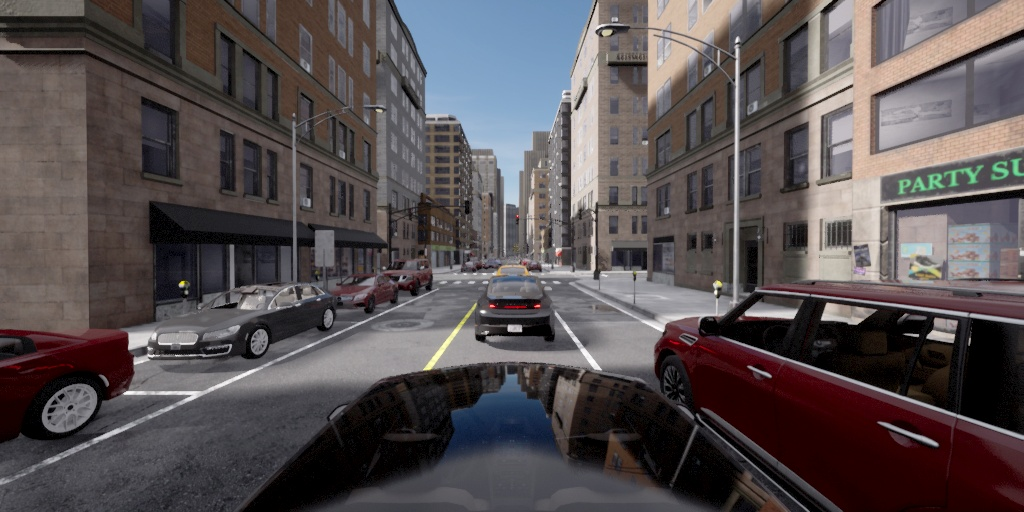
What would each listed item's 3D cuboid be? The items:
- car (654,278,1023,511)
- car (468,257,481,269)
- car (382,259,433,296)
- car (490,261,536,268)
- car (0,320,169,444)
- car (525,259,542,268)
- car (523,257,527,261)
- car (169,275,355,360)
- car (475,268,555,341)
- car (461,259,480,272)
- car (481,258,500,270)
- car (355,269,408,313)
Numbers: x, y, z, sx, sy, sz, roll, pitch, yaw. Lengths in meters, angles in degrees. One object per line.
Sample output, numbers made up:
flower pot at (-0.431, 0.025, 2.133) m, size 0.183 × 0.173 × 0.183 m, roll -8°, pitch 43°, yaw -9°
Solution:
car at (2.858, 1.064, 2.645) m, size 2.192 × 1.841 × 5.009 m, roll 0°, pitch 0°, yaw 0°
car at (-5.565, 1.088, 51.952) m, size 2.192 × 1.841 × 5.009 m, roll 0°, pitch 0°, yaw 0°
car at (-5.633, 1.064, 19.388) m, size 2.192 × 1.841 × 5.009 m, roll 0°, pitch 0°, yaw 0°
car at (0.047, 1.227, 18.955) m, size 1.882 × 1.535 × 5.008 m, roll 0°, pitch 0°, yaw 1°
car at (-5.668, 1.295, 2.640) m, size 1.888 × 1.381 × 4.507 m, roll 0°, pitch 0°, yaw 0°
car at (2.949, 1.349, 46.397) m, size 1.802 × 1.307 × 4.207 m, roll 0°, pitch 0°, yaw 0°
car at (2.961, 1.299, 52.130) m, size 1.751 × 1.417 × 4.829 m, roll 0°, pitch 0°, yaw 0°
car at (-5.656, 1.299, 8.222) m, size 2.007 × 1.370 × 4.403 m, roll 0°, pitch 0°, yaw 0°
car at (0.079, 1.254, 9.838) m, size 1.837 × 1.490 × 4.892 m, roll 0°, pitch 0°, yaw 0°
car at (-5.577, 1.349, 46.387) m, size 1.802 × 1.307 × 4.207 m, roll 0°, pitch 0°, yaw 0°
car at (-2.987, 1.338, 51.935) m, size 1.994 × 1.385 × 4.181 m, roll 0°, pitch 0°, yaw 0°
car at (-5.644, 1.330, 13.805) m, size 1.802 × 1.307 × 4.207 m, roll 0°, pitch 0°, yaw 0°
